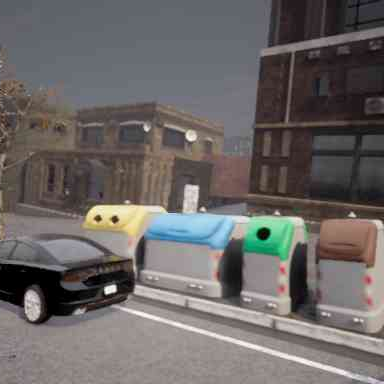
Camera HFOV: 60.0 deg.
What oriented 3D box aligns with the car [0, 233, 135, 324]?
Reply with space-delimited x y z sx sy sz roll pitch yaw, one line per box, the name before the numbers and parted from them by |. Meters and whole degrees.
car | -3.507 1.691 7.677 5.008 1.535 1.882 -1 -2 36
